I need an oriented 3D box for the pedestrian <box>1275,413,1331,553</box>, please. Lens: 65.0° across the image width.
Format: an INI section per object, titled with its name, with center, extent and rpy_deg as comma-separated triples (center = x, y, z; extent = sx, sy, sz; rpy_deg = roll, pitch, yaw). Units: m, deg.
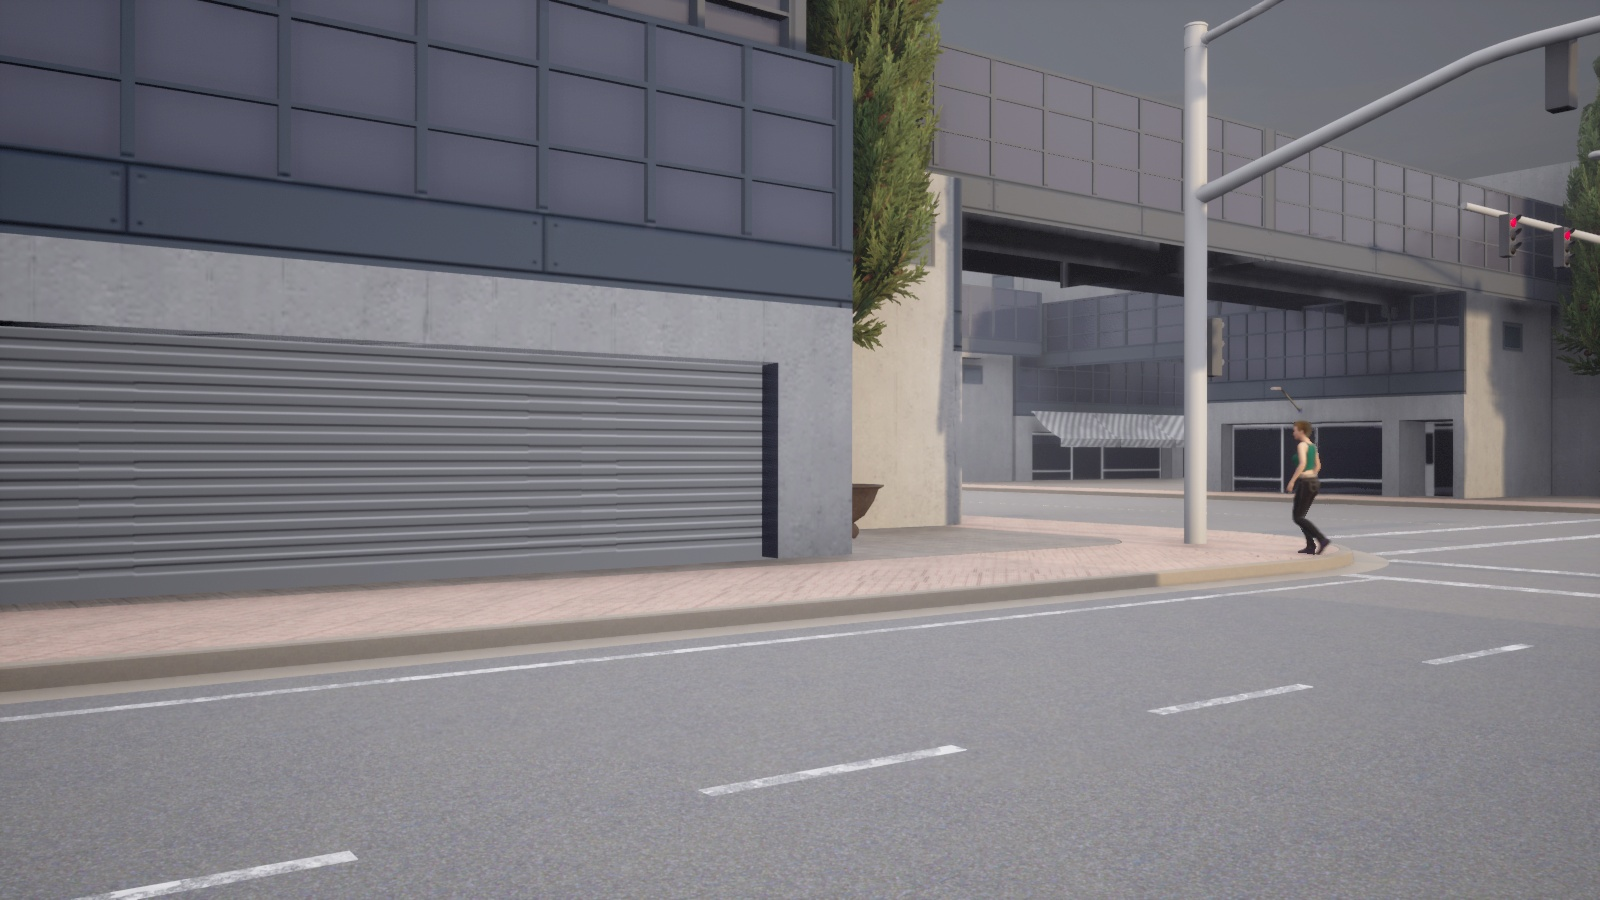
[pedestrian]
center = 6.695, 0.430, 16.720
extent = 0.345, 1.836, 0.594
rpy_deg = 0, 0, -44
